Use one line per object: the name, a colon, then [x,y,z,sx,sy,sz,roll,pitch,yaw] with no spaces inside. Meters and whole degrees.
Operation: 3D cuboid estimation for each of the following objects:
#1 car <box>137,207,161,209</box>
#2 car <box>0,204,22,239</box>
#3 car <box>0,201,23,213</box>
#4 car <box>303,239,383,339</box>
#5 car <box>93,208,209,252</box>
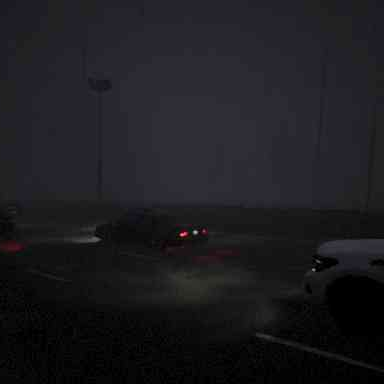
car: [-2.796,1.581,19.252,4.674,1.442,1.812,0,0,37]
car: [-10.730,1.496,16.460,5.008,1.535,1.882,0,0,37]
car: [-17.244,1.532,30.120,4.902,1.511,2.128,0,0,37]
car: [4.614,1.256,4.921,5.566,2.045,2.150,0,0,37]
car: [-1.871,1.589,14.177,5.357,1.411,2.033,0,0,37]
